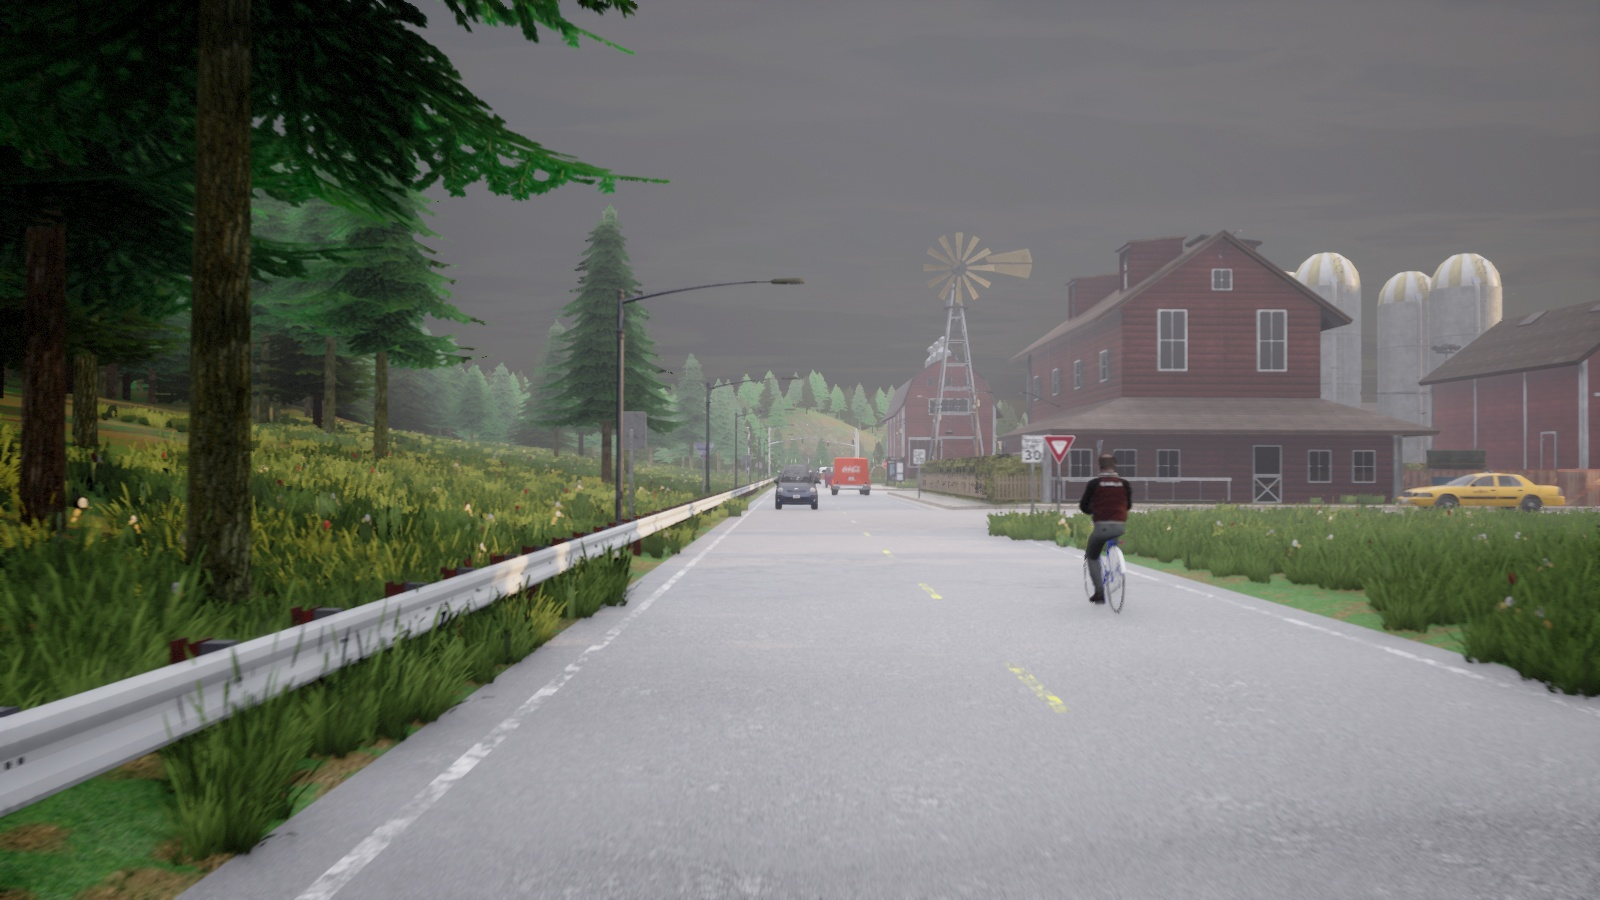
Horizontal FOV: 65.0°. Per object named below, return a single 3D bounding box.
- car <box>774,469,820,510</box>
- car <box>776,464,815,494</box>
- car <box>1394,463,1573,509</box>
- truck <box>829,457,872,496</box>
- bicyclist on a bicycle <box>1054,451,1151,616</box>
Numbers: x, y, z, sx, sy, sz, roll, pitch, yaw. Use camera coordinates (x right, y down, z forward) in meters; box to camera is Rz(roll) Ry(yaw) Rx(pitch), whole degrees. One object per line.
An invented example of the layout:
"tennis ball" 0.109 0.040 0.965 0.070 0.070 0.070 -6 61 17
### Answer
"car" -0.125 1.579 51.687 1.851 1.617 3.988 0 -1 0
"car" -0.285 1.997 87.335 2.150 2.045 5.566 0 -1 5
"car" 24.242 1.265 44.676 5.366 1.575 1.801 0 -1 0
"truck" 3.296 1.713 82.934 2.627 2.467 5.204 0 0 0
"bicyclist on a bicycle" 3.464 0.914 14.524 0.659 1.776 1.843 0 -1 0
